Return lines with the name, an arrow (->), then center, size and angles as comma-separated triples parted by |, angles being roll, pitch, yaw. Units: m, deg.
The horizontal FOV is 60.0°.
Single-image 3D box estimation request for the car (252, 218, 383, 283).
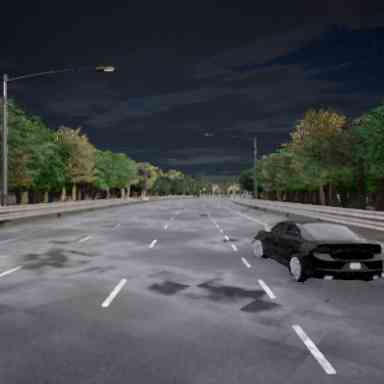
car -> 3.382, 1.524, 9.940 | 1.882, 1.535, 5.008 | 1, 0, -7
